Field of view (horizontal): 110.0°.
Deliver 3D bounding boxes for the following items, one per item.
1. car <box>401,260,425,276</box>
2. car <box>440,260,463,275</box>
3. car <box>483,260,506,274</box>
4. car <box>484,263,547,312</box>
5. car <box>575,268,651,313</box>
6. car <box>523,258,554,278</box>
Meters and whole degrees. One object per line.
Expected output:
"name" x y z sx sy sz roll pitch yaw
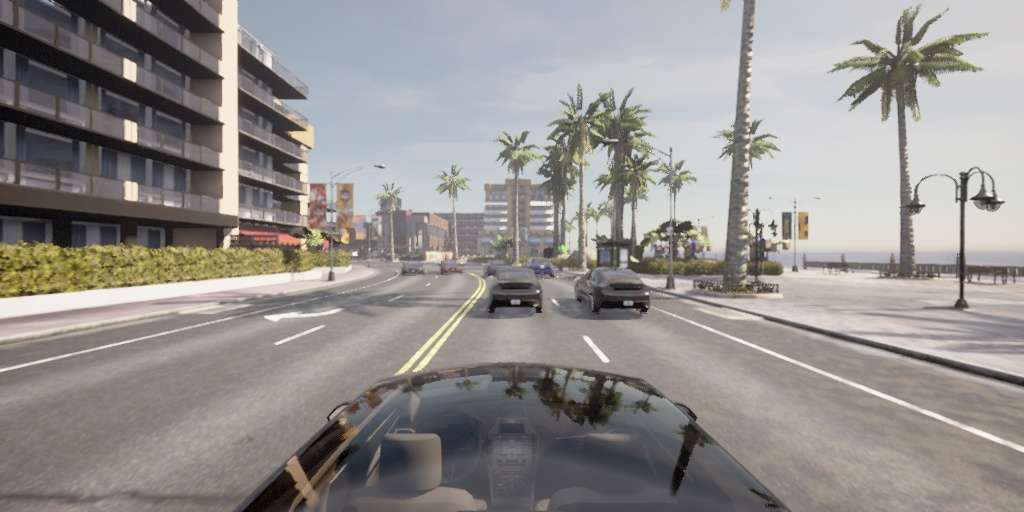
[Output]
"car" -9.176 1.104 33.480 1.994 1.385 4.181 0 0 -14
"car" -5.983 1.097 35.102 1.994 1.385 4.181 0 0 -15
"car" -1.447 1.049 31.779 2.128 1.511 4.902 0 0 -11
"car" 0.109 1.179 13.755 1.837 1.490 4.892 0 1 0
"car" 3.606 1.184 13.528 1.837 1.490 4.892 0 1 0
"car" 2.111 0.915 31.510 2.097 1.767 4.553 0 0 -10
